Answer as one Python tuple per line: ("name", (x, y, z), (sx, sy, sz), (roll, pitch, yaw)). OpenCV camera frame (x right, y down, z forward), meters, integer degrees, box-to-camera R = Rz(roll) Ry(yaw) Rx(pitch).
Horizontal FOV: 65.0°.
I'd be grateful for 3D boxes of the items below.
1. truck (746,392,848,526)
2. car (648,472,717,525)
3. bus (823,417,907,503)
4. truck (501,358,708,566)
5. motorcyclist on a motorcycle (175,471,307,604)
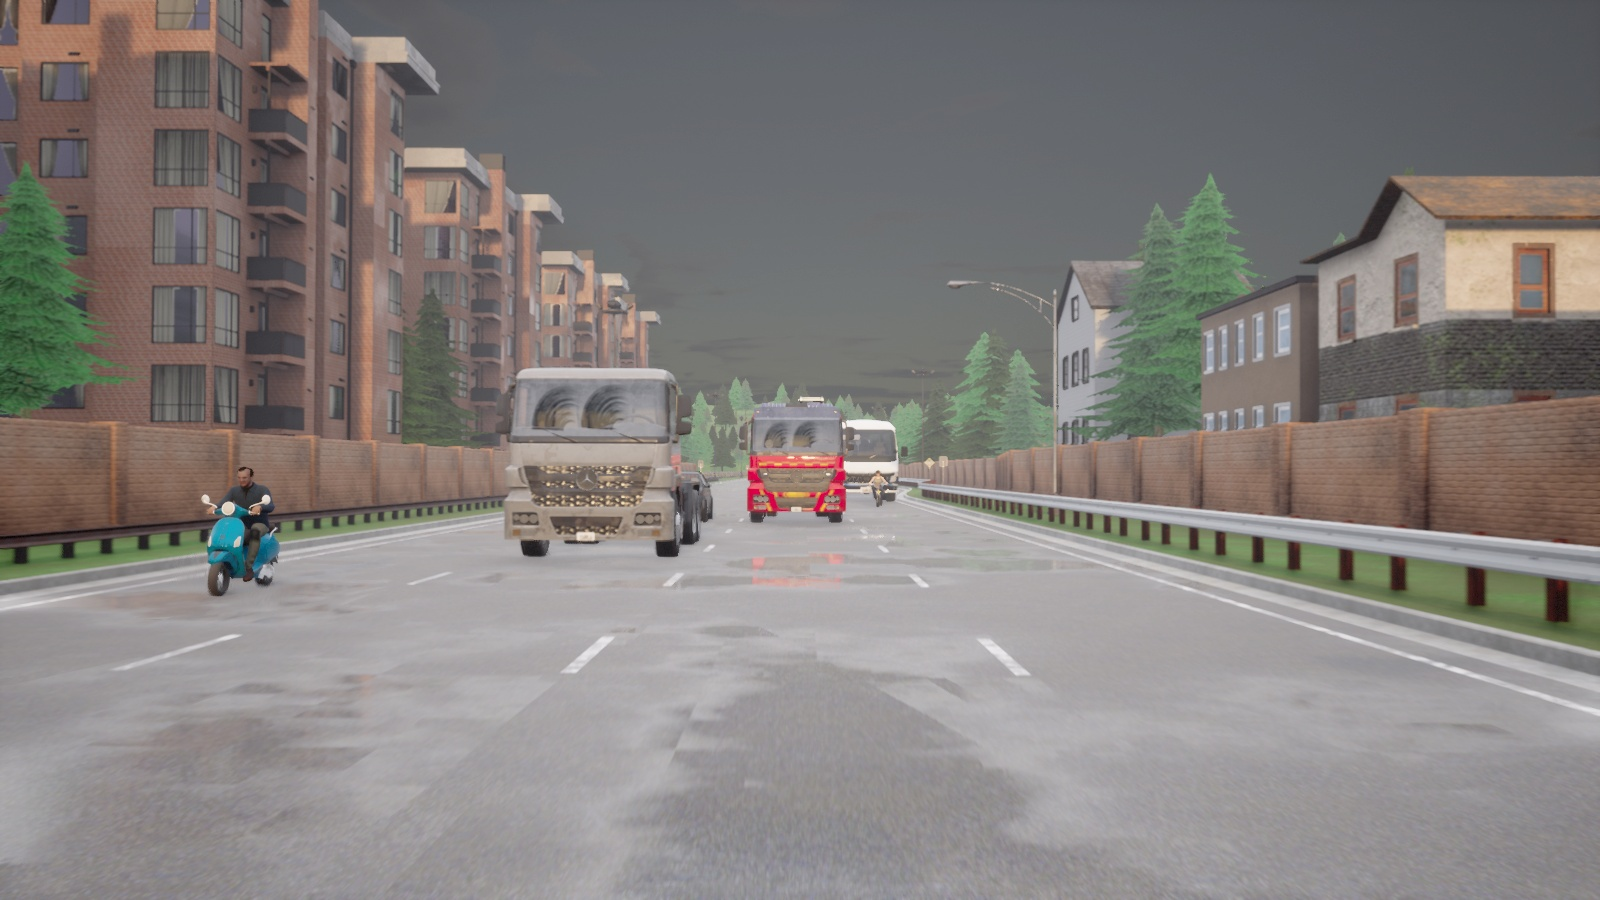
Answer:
("truck", (-0.102, 0.320, 40.053), (2.891, 3.827, 8.468), (0, -1, 0))
("car", (-3.595, 1.456, 38.829), (1.789, 1.549, 3.705), (0, -1, 0))
("bus", (3.331, 0.552, 67.432), (3.944, 4.253, 10.273), (0, 0, 0))
("truck", (-3.565, 0.265, 24.997), (2.891, 3.462, 7.936), (0, -1, 0))
("motorcyclist on a motorcycle", (-7.039, 1.062, 15.921), (0.866, 1.590, 1.817), (0, -1, 0))
